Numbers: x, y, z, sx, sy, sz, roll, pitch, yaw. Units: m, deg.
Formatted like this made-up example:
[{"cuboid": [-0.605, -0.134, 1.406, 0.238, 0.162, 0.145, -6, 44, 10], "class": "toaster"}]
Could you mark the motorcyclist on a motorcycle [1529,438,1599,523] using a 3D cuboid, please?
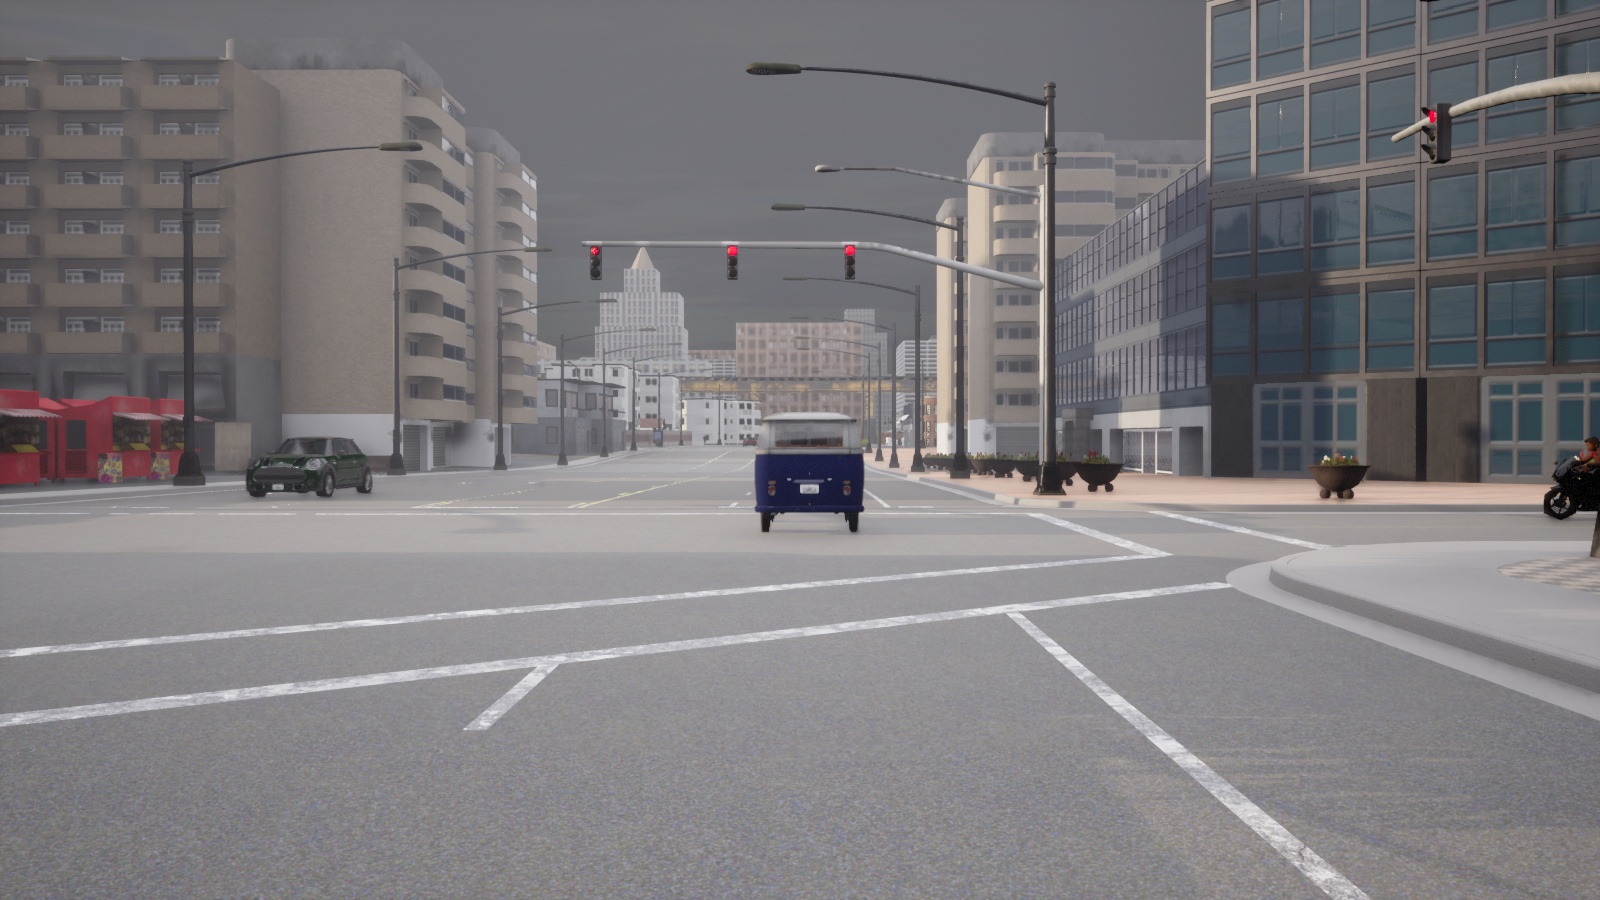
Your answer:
[{"cuboid": [14.450, 0.540, 22.714, 2.044, 1.523, 0.797, 0, 1, 1], "class": "motorcyclist on a motorcycle"}]

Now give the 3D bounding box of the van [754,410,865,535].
[{"cuboid": [0.166, 0.334, 22.156, 1.775, 1.987, 4.442, 0, 0, 0], "class": "van"}]

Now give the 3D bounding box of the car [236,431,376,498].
[{"cuboid": [-13.744, 0.372, 35.262, 2.097, 1.767, 4.553, 0, 0, 0], "class": "car"}]
